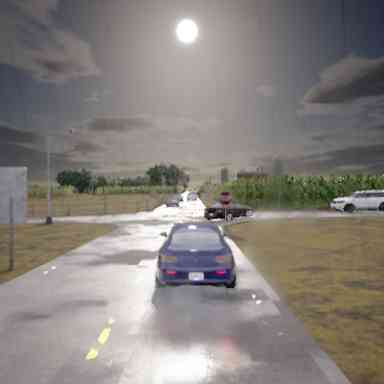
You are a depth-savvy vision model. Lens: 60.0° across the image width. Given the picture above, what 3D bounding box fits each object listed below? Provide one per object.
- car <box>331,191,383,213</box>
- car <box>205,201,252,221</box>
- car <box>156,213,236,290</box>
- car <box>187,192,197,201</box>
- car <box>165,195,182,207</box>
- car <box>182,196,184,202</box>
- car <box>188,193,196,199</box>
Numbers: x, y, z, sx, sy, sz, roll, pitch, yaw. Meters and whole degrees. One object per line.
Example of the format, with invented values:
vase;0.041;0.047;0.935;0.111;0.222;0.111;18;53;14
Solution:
car;16.428;0.909;32.121;5.566;2.045;2.150;-1;0;0
car;3.013;1.471;26.776;1.882;1.535;5.008;-3;-1;39
car;0.086;1.540;9.038;1.812;1.442;4.674;0;0;0
car;0.002;0.930;76.494;2.150;2.045;5.566;0;1;0
car;-2.835;1.431;49.001;1.837;1.490;4.892;0;0;0
car;-2.752;1.272;67.818;1.882;1.535;5.008;0;0;0
car;0.002;0.956;86.885;1.812;1.442;4.674;0;1;0
